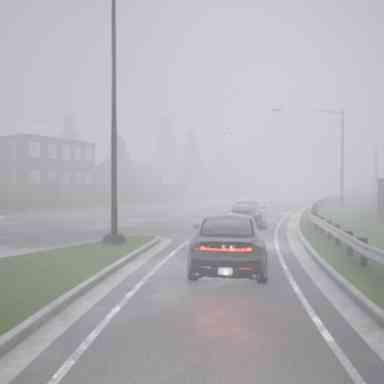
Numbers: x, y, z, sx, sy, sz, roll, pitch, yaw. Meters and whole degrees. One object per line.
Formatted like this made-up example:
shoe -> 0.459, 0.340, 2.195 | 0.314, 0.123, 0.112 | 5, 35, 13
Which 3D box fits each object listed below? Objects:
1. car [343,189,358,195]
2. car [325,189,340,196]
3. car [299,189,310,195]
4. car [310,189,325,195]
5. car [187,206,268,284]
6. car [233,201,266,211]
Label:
car -> 38.133, 0.008, 80.695 | 2.097, 1.767, 4.553 | 1, 1, 34
car -> 35.004, 0.102, 82.312 | 1.882, 1.535, 5.008 | 1, 1, 34
car -> 29.174, 0.035, 86.186 | 1.882, 1.535, 5.008 | 1, 1, 34
car -> 32.303, -0.059, 84.569 | 2.097, 1.767, 4.553 | 1, 1, 34
car -> 1.025, 1.347, 9.189 | 1.837, 1.490, 4.892 | 0, 1, 8
car -> 3.138, 1.207, 18.882 | 1.812, 1.442, 4.674 | 0, 1, 16
